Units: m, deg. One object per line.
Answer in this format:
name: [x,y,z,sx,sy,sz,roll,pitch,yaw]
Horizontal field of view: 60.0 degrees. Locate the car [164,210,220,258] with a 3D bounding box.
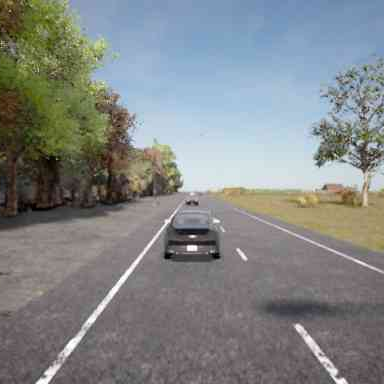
car: [0.004,1.453,12.526,1.837,1.490,4.892,0,0,0]

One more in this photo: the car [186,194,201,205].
car: [0.022,1.358,52.526,1.895,1.301,4.718,0,0,0]
